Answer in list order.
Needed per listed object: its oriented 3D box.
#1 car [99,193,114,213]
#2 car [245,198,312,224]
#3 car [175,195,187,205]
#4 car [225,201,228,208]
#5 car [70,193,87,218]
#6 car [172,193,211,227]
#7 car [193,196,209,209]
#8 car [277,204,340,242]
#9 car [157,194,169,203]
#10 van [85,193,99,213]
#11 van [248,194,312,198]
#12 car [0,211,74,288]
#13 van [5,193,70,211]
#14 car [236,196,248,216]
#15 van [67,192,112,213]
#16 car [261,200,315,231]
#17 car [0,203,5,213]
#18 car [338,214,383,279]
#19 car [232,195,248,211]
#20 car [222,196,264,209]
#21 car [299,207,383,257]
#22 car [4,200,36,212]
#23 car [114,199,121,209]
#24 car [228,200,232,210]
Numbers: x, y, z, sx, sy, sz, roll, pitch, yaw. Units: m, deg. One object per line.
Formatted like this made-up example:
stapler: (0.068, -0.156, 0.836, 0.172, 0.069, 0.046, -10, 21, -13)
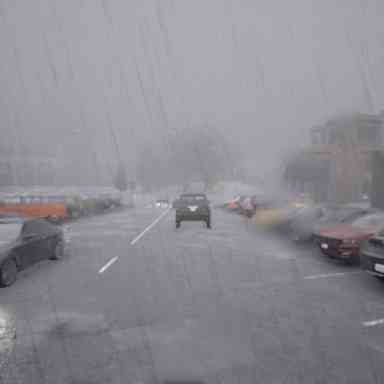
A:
car: (-10.910, 1.067, 32.748, 5.566, 2.045, 2.435, -1, 0, -18)
car: (6.178, 1.347, 19.770, 5.366, 1.575, 1.946, 1, 1, -20)
car: (-1.642, 1.192, 51.485, 1.812, 1.442, 4.674, 0, 1, -1)
car: (6.207, 1.139, 34.557, 4.553, 1.767, 2.185, 1, 0, -21)
car: (-11.052, 1.226, 26.743, 4.553, 1.767, 2.185, -1, 1, -19)
car: (0.101, 1.095, 21.944, 2.150, 2.045, 5.566, 0, 1, 1)
car: (1.025, 1.263, 41.380, 1.837, 1.490, 4.892, 0, 0, 0)
car: (6.354, 1.415, 13.954, 4.792, 1.488, 2.163, 1, 1, -20)
car: (-4.790, 1.083, 56.017, 2.033, 1.411, 5.357, 0, 2, 0)
van: (-10.901, 1.108, 29.777, 4.442, 1.987, 1.878, -1, 0, -18)
van: (6.447, 1.110, 22.812, 4.442, 1.987, 1.878, 1, 0, -20)
car: (-5.108, 1.472, 9.244, 1.812, 1.442, 4.674, 0, 0, 0)
van: (-11.263, 1.144, 23.690, 4.442, 1.987, 1.878, -1, 1, -19)
car: (6.319, 1.317, 25.714, 5.008, 1.535, 2.097, 1, 1, -20)
van: (-10.972, 1.078, 35.692, 4.442, 1.987, 1.878, -1, 1, -18)
car: (6.377, 1.369, 16.899, 5.008, 1.535, 2.097, 1, 1, -20)
car: (-11.346, 1.448, 14.705, 4.792, 1.488, 2.163, -1, 1, -19)
car: (6.399, 1.422, 8.092, 4.892, 1.521, 2.231, 1, 0, -20)
car: (6.259, 1.174, 28.657, 4.553, 1.767, 2.185, 1, 0, -20)
car: (6.177, 1.271, 40.465, 4.674, 1.452, 2.002, 1, 1, -21)
car: (6.402, 1.403, 11.026, 5.008, 1.535, 2.097, 1, 1, -20)
car: (-11.281, 1.403, 17.725, 4.892, 1.521, 2.231, -1, 0, -19)
car: (-10.780, 1.285, 38.730, 5.008, 1.535, 2.097, -1, 1, -18)
car: (6.289, 1.312, 31.627, 4.792, 1.488, 2.163, 1, 0, -20)
